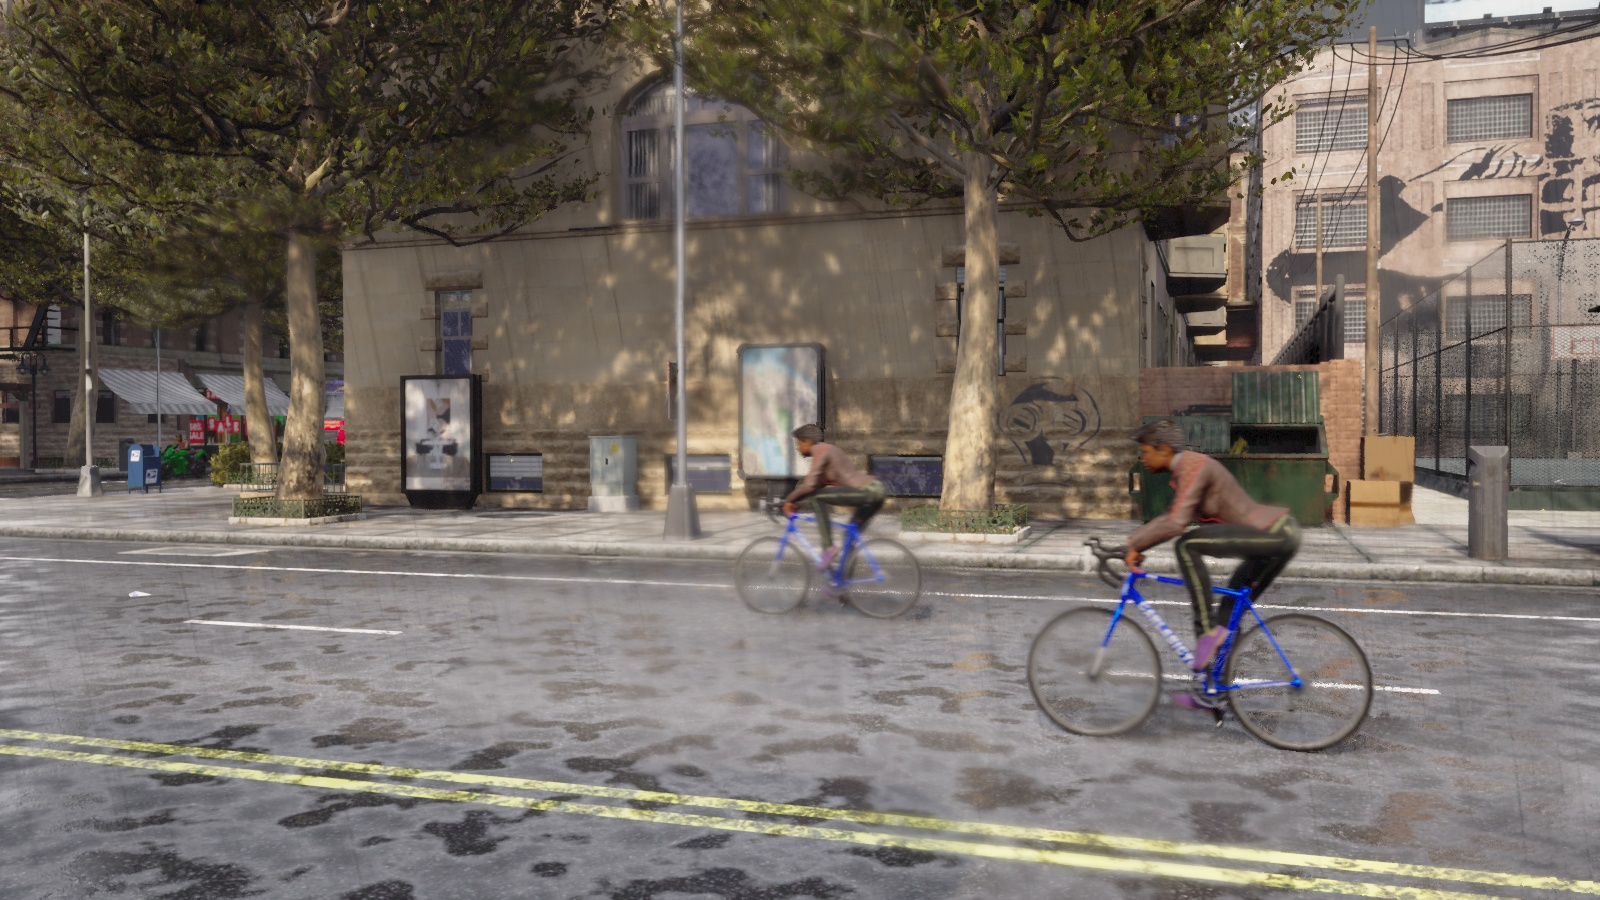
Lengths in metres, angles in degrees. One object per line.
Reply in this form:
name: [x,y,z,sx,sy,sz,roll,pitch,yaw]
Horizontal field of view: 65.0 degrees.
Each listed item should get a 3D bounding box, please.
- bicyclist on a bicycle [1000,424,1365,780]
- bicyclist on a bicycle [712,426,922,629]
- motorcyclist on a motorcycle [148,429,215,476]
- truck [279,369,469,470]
bicyclist on a bicycle: [1.875,0.686,6.253,1.656,1.620,0.582,0,1,19]
bicyclist on a bicycle: [0.142,0.611,10.524,1.656,1.620,0.582,0,1,19]
motorcyclist on a motorcycle: [-20.733,0.056,42.158,0.797,1.523,2.044,1,1,19]
truck: [-17.376,-1.235,52.007,2.891,3.827,8.468,1,1,19]
